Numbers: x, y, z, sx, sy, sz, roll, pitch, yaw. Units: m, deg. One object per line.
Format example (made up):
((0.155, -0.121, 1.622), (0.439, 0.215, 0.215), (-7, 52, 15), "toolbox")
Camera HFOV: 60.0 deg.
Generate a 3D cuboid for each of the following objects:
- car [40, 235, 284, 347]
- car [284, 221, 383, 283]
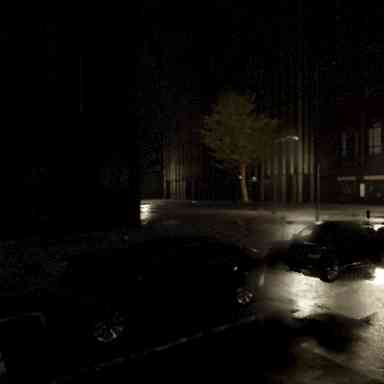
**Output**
((-0.495, 1.554, 6.309), (4.313, 1.339, 1.947), (0, 0, -36), "car")
((4.084, 1.534, 9.596), (4.313, 1.339, 1.947), (0, 0, -36), "car")
